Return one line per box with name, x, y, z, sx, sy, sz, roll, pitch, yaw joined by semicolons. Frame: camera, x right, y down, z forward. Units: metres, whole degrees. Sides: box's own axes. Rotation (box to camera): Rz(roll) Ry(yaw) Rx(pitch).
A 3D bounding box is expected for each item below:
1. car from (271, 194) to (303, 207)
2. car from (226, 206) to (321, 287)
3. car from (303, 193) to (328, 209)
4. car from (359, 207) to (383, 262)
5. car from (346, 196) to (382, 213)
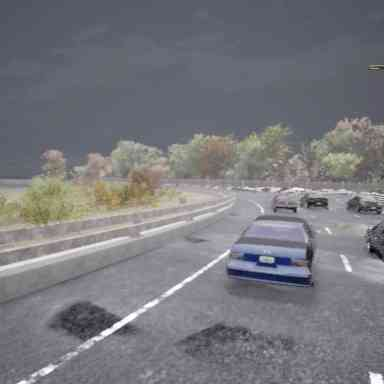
car;7.905;0.915;28.616;2.033;1.411;5.357;2;2;10
car;2.381;1.338;8.925;2.033;1.411;5.357;2;2;21
car;12.103;0.828;33.171;1.882;1.535;5.008;2;2;8
car;6.330;1.428;9.527;2.033;1.411;5.357;2;2;20
car;15.026;1.071;29.195;1.812;1.442;4.674;2;2;9
